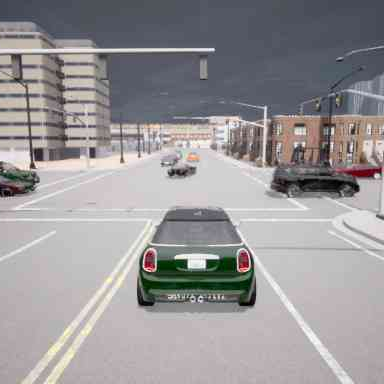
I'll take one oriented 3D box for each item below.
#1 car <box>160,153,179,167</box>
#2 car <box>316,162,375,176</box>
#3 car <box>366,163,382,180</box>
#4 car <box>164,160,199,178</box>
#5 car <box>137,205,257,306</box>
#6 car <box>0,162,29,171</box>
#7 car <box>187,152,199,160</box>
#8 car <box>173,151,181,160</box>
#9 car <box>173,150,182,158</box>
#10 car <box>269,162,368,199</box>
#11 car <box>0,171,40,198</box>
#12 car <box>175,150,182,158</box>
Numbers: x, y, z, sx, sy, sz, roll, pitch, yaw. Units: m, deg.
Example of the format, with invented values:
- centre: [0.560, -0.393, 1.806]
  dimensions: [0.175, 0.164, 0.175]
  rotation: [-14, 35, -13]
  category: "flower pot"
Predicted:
- centre: [-3.510, -4.511, 48.846]
  dimensions: [2.128, 1.511, 4.902]
  rotation: [0, 8, 1]
  category: "car"
- centre: [16.396, -2.507, 35.746]
  dimensions: [5.357, 1.411, 2.033]
  rotation: [0, 8, 0]
  category: "car"
- centre: [16.049, -2.059, 32.268]
  dimensions: [5.008, 1.535, 1.882]
  rotation: [0, 8, 0]
  category: "car"
- centre: [-0.939, -2.276, 34.595]
  dimensions: [1.895, 1.301, 4.718]
  rotation: [3, 9, 17]
  category: "car"
- centre: [0.092, 1.076, 7.648]
  dimensions: [2.097, 1.767, 4.553]
  rotation: [0, 4, 0]
  category: "car"
- centre: [-14.637, -1.265, 25.274]
  dimensions: [5.566, 2.045, 2.150]
  rotation: [0, 8, 0]
  category: "car"
- centre: [0.229, -6.721, 62.709]
  dimensions: [2.097, 1.767, 4.553]
  rotation: [0, 8, 0]
  category: "car"
- centre: [-3.458, -5.918, 58.184]
  dimensions: [1.882, 1.535, 5.008]
  rotation: [0, 9, 0]
  category: "car"
- centre: [-3.338, -8.927, 77.528]
  dimensions: [2.097, 1.767, 4.553]
  rotation: [0, 8, 0]
  category: "car"
- centre: [7.884, -0.738, 21.694]
  dimensions: [5.566, 2.045, 2.150]
  rotation: [0, 8, 0]
  category: "car"
- centre: [-13.302, -0.425, 21.852]
  dimensions: [5.357, 1.411, 2.033]
  rotation: [0, 8, 0]
  category: "car"
- centre: [-3.370, -7.255, 67.479]
  dimensions: [1.812, 1.442, 4.674]
  rotation: [0, 8, 1]
  category: "car"
